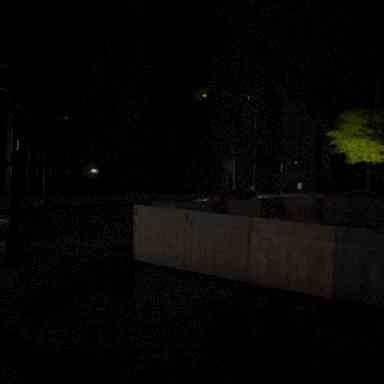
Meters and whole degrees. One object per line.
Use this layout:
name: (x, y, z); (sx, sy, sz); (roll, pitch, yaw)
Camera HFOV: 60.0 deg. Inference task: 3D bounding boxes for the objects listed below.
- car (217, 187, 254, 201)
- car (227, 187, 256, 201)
car: (4.100, 0.728, 29.989); (2.097, 1.767, 4.553); (1, 1, 35)
car: (7.862, 0.191, 52.150); (2.150, 2.045, 5.566); (1, 1, 35)
